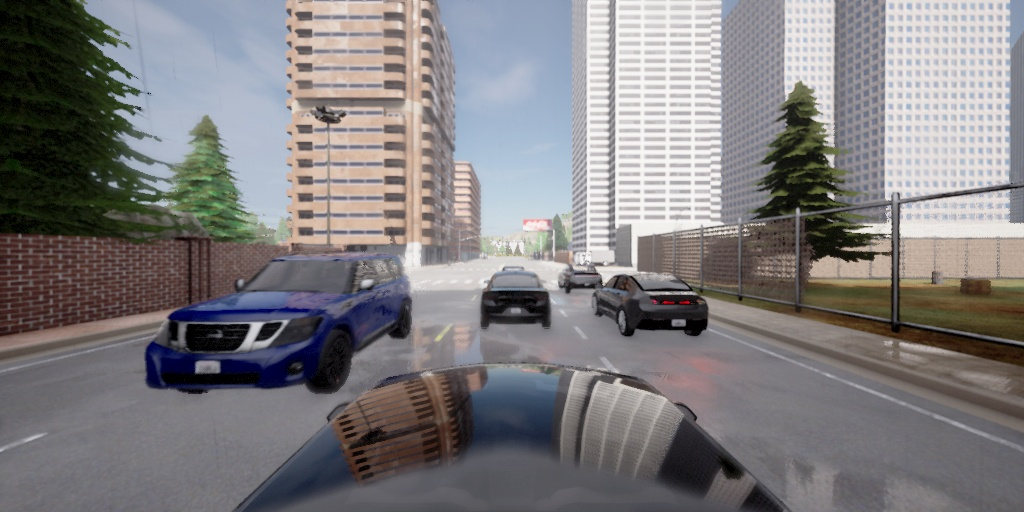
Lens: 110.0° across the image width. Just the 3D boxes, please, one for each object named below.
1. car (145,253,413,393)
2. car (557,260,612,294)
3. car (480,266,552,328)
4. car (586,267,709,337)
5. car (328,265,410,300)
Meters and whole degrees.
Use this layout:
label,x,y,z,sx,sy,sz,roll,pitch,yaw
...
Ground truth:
label,x,y,z,sx,sy,sz,roll,pitch,yaw
car,-3.588,0.947,7.001,2.150,2.045,5.566,0,0,0
car,3.629,1.160,19.569,2.128,1.511,4.902,0,0,1
car,0.105,1.184,11.174,1.882,1.535,5.008,0,0,0
car,3.607,1.214,10.181,1.837,1.490,4.892,0,0,0
car,-7.012,1.221,18.399,2.033,1.411,5.357,0,0,0
